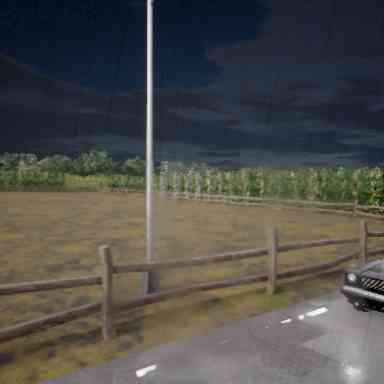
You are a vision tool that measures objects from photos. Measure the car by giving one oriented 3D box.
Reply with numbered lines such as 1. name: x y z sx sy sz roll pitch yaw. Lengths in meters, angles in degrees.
1. car: 4.982 1.601 6.508 4.718 1.301 1.895 0 0 -35
